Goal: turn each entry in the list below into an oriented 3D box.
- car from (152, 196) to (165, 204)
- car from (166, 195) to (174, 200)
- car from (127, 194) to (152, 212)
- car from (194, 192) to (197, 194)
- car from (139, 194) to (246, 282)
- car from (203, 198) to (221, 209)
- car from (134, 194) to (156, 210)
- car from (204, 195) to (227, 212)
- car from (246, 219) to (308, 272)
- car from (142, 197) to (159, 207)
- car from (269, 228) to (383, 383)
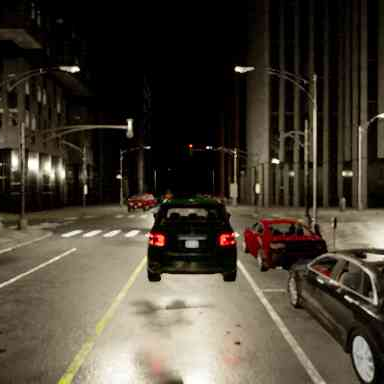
[{"bbox_3d":[-6.077,1.463,60.161,1.947,1.339,4.313,0,0,0],"label":"car"},{"bbox_3d":[-6.262,1.431,94.023,1.887,1.381,4.507,0,0,0],"label":"car"},{"bbox_3d":[-5.954,1.240,37.588,2.192,1.841,5.009,0,0,0],"label":"car"},{"bbox_3d":[2.263,1.431,94.065,2.008,1.369,4.403,0,0,0],"label":"car"},{"bbox_3d":[-0.003,1.198,9.789,2.150,2.045,5.566,0,0,0],"label":"car"},{"bbox_3d":[2.541,1.476,43.269,1.947,1.339,4.313,0,0,0],"label":"car"},{"bbox_3d":[-5.985,1.231,43.231,2.192,1.841,5.009,0,0,0],"label":"car"},{"bbox_3d":[2.571,1.234,37.625,2.192,1.841,5.009,0,0,0],"label":"car"},{"bbox_3d":[2.720,1.517,10.585,1.887,1.381,4.507,0,0,0],"label":"car"},{"bbox_3d":[-6.015,1.474,48.874,1.947,1.339,4.313,0,0,0],"label":"car"},{"bbox_3d":[2.752,1.536,5.060,2.008,1.369,4.403,0,0,0],"label":"car"}]
